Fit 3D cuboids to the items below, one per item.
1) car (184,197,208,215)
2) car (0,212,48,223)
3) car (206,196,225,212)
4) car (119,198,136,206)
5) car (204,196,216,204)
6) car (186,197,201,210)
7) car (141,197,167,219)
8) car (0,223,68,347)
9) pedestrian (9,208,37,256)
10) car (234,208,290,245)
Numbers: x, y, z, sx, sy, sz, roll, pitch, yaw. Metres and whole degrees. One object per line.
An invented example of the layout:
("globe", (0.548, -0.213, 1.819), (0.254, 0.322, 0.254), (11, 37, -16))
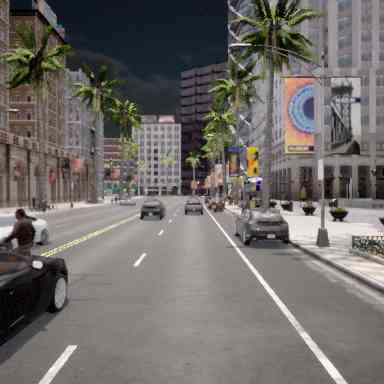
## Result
("car", (0.189, 1.491, 34.247), (2.128, 1.511, 4.902), (0, 0, 0))
("car", (-7.066, 1.526, 12.630), (1.812, 1.442, 4.674), (0, 0, 0))
("car", (3.214, 1.354, 44.880), (2.185, 1.767, 4.553), (0, 0, 0))
("car", (-10.402, 1.601, 53.494), (1.895, 1.301, 4.718), (0, 0, 1))
("car", (3.578, 1.513, 66.809), (2.161, 1.482, 4.786), (0, 0, 0))
("car", (0.221, 1.505, 44.504), (1.837, 1.490, 4.892), (0, 0, 0))
("car", (-3.324, 1.505, 29.147), (1.837, 1.490, 4.892), (0, 0, 0))
("car", (-3.399, 1.478, 4.649), (1.882, 1.535, 5.008), (0, 0, 0))
("pedestrian", (-4.164, 1.294, 8.207), (0.375, 1.860, 0.375), (0, 0, 0))
("car", (3.128, 1.481, 15.505), (2.231, 1.521, 4.892), (0, 0, 0))
